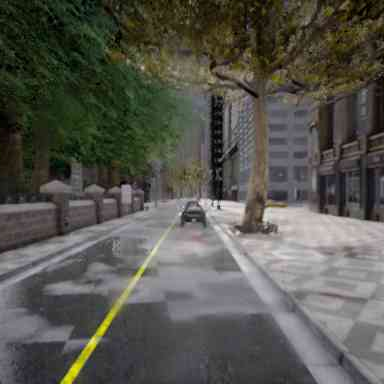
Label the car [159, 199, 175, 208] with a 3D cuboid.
[{"bbox_3d":[-3.000,1.532,40.456,1.812,1.442,4.674,0,-1,0],"label":"car"}]

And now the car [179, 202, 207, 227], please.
[{"bbox_3d":[0.102,1.733,25.041,1.837,1.490,4.892,0,-2,0],"label":"car"}]

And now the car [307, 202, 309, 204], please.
[{"bbox_3d":[23.378,1.719,60.067,4.829,1.417,1.752,-1,1,0],"label":"car"}]

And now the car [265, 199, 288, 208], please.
[{"bbox_3d":[12.354,1.833,51.583,4.829,1.417,1.752,-1,0,0],"label":"car"}]

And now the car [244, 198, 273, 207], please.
[{"bbox_3d":[12.037,1.905,60.108,4.829,1.417,1.752,-1,1,0],"label":"car"}]
